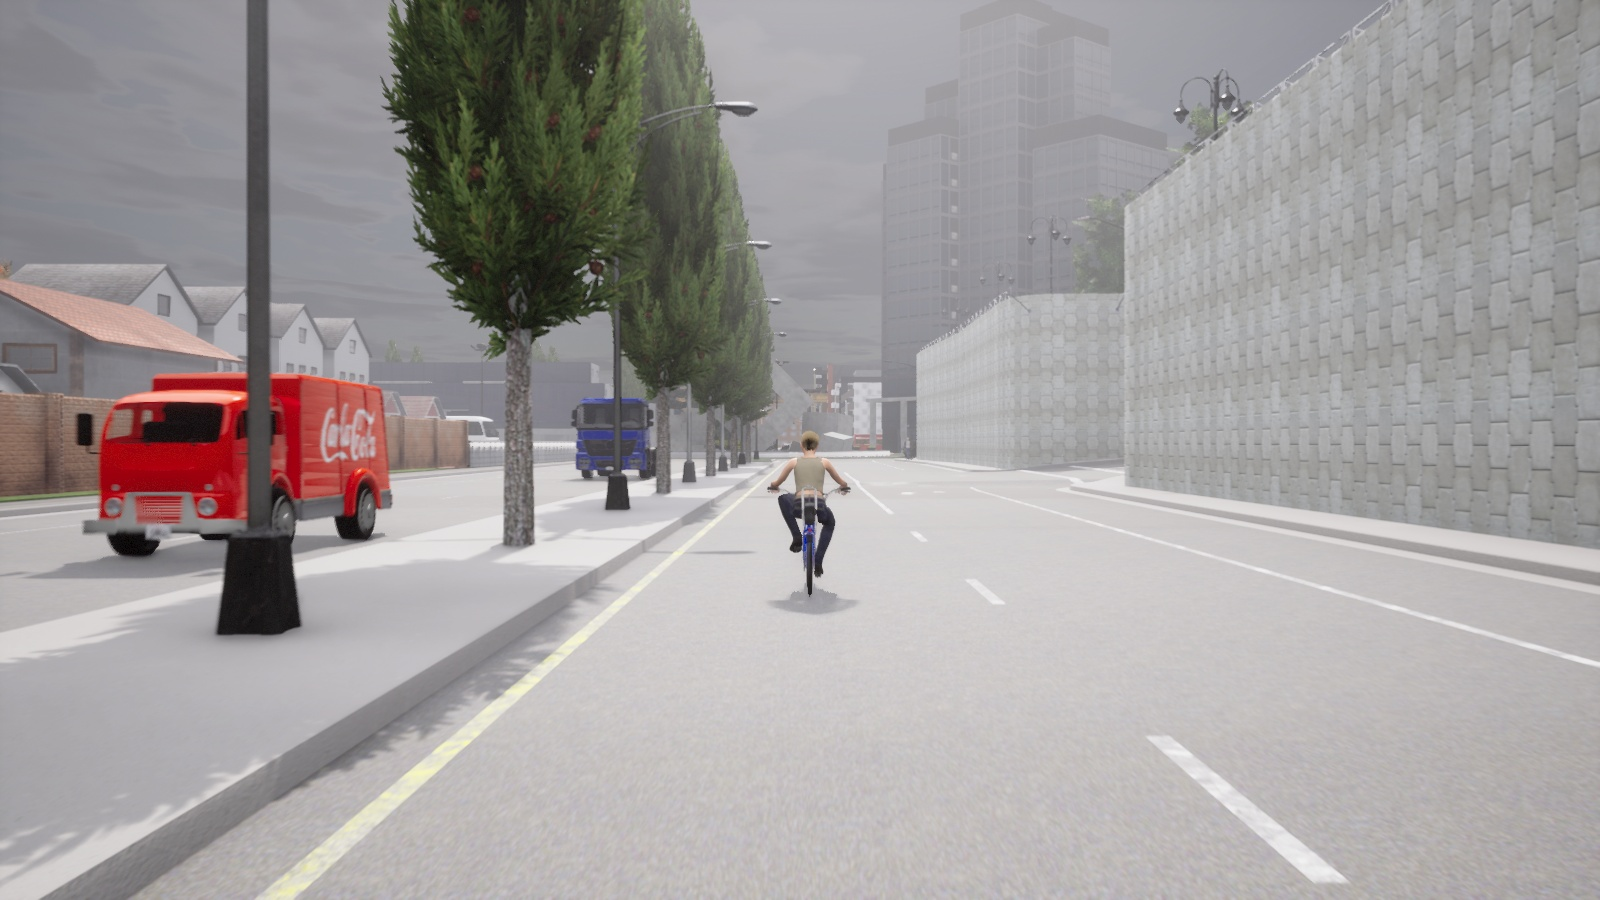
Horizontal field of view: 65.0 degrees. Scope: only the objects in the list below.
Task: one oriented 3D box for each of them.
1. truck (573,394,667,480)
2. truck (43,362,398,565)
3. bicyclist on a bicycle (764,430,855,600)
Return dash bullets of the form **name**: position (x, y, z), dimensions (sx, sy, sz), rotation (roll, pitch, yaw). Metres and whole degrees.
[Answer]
- **truck**: position (-7.673, -0.549, 54.537), dimensions (2.891, 3.462, 7.936), rotation (0, 0, 0)
- **truck**: position (-7.882, 0.153, 17.880), dimensions (2.627, 2.467, 5.204), rotation (0, 0, 0)
- **bicyclist on a bicycle**: position (0.093, 0.612, 12.674), dimensions (0.866, 1.612, 1.509), rotation (0, 0, 0)
